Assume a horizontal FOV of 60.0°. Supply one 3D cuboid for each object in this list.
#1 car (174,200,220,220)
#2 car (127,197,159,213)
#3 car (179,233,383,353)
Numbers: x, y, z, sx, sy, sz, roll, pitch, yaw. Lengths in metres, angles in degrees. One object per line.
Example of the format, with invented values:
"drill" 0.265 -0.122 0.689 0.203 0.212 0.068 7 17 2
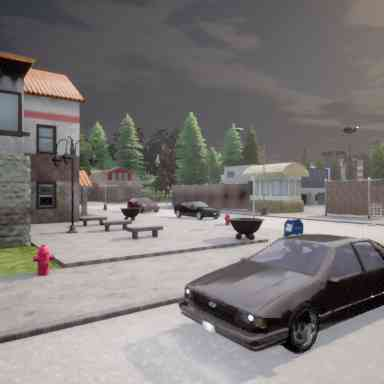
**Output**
"car" 0.348 1.478 28.480 1.882 1.535 5.008 0 0 -35
"car" -5.407 1.352 36.597 2.097 1.767 4.553 0 0 -35
"car" 2.402 1.547 6.324 5.357 1.411 2.033 0 0 -36
